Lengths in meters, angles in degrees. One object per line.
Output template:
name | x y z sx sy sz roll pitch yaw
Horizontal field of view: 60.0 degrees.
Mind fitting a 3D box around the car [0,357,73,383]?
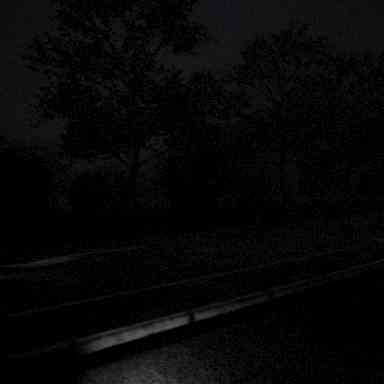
car | -2.751 1.539 1.171 4.674 1.442 1.812 -1 0 -35
